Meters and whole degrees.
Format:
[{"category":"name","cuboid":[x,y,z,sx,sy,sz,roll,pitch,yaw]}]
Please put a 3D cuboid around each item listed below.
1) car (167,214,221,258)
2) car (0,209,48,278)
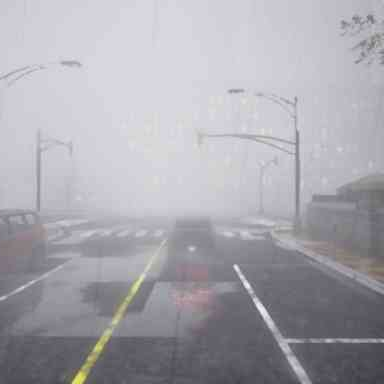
[{"category":"car","cuboid":[0.095,1.647,13.485,1.837,1.490,4.892,0,0,2]},{"category":"car","cuboid":[-5.381,1.401,8.256,2.192,1.841,5.009,0,-1,0]}]
